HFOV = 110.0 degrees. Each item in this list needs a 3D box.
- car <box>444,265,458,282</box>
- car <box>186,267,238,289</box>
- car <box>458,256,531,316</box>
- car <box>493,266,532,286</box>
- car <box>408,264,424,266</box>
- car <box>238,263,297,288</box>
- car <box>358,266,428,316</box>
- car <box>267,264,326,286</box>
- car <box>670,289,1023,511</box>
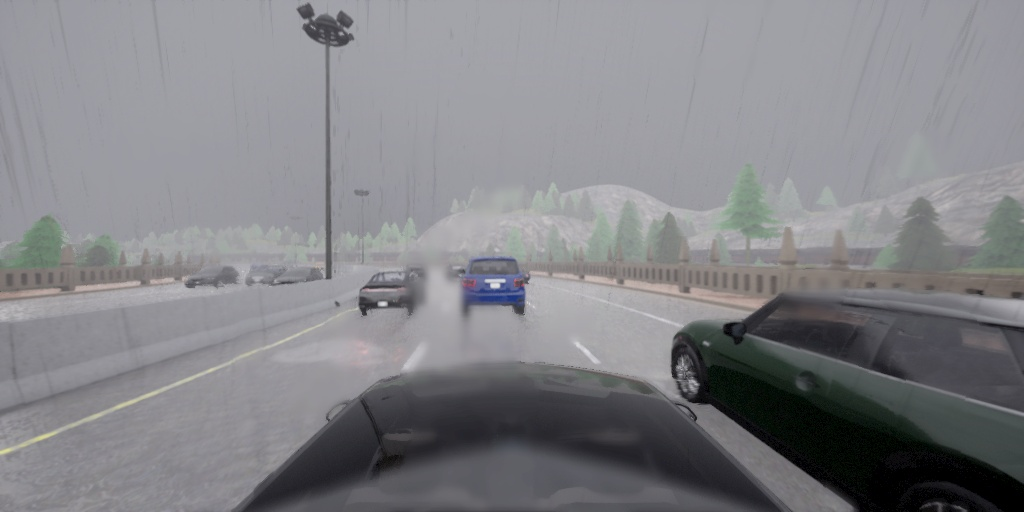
[{"bbox_3d":[-4.833,1.472,31.685,1.812,1.442,4.674,0,0,-18],"label":"car"},{"bbox_3d":[-21.587,1.541,26.157,1.837,1.490,4.892,0,-1,-18],"label":"car"},{"bbox_3d":[-0.845,1.037,13.883,2.150,2.045,5.566,0,0,-7],"label":"car"},{"bbox_3d":[-0.109,1.492,28.099,1.895,1.301,4.718,0,0,-15],"label":"car"},{"bbox_3d":[-8.453,1.478,31.554,1.837,1.490,4.892,0,0,-18],"label":"car"},{"bbox_3d":[-18.216,1.507,27.041,2.128,1.511,4.902,0,0,-18],"label":"car"},{"bbox_3d":[-4.399,1.327,13.794,2.128,1.511,4.902,0,0,-7],"label":"car"},{"bbox_3d":[-13.429,1.455,22.878,1.837,1.490,4.892,0,-1,-14],"label":"car"},{"bbox_3d":[3.402,1.094,3.489,2.097,1.767,4.553,0,0,0],"label":"car"}]
